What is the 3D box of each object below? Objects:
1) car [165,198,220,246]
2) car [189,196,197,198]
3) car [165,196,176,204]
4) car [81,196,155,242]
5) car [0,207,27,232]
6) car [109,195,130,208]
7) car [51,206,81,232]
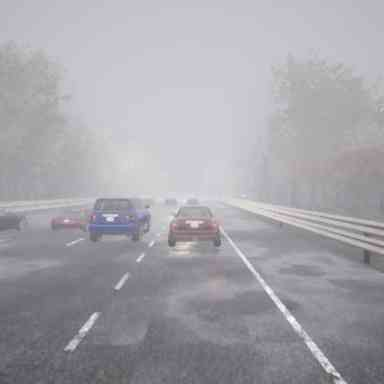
[{"bbox_3d":[0.106,1.346,15.360,2.097,1.767,4.553,0,0,0],"label":"car"},{"bbox_3d":[0.131,1.462,54.149,1.882,1.535,5.008,0,0,0],"label":"car"},{"bbox_3d":[-3.369,1.462,54.058,1.882,1.535,5.008,0,0,0],"label":"car"},{"bbox_3d":[-3.392,1.216,16.474,2.150,2.045,5.566,0,0,0],"label":"car"},{"bbox_3d":[-10.393,1.484,17.198,2.128,1.511,4.902,0,0,0],"label":"car"},{"bbox_3d":[-10.374,1.335,48.051,2.097,1.767,4.553,0,0,0],"label":"car"},{"bbox_3d":[-6.890,1.555,20.255,1.994,1.385,4.181,0,0,0],"label":"car"}]
